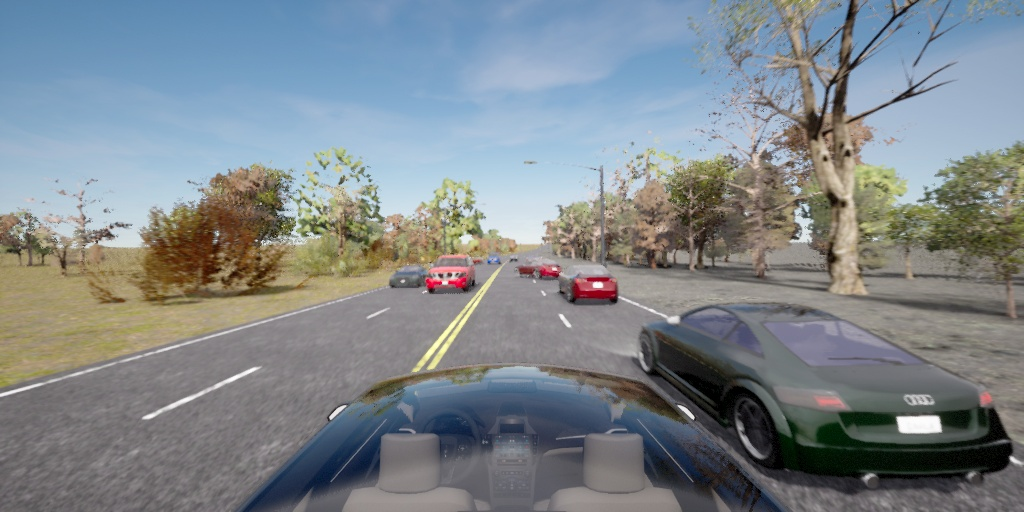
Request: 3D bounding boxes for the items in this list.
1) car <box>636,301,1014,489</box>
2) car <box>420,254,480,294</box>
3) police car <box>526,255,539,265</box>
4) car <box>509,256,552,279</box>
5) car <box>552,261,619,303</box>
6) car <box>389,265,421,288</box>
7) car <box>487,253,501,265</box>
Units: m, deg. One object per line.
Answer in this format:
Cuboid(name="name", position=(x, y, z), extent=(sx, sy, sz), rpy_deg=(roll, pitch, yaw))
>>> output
Cuboid(name="car", position=(3.228, 1.300, 4.851), extent=(1.994, 1.385, 4.181), rpy_deg=(-1, 0, 0))
Cuboid(name="car", position=(-3.378, 0.943, 20.797), extent=(2.150, 2.045, 5.566), rpy_deg=(-1, 1, 0))
Cuboid(name="police car", position=(3.375, 0.635, 59.772), extent=(2.038, 1.542, 4.974), rpy_deg=(-1, 0, 1))
Cuboid(name="car", position=(1.995, 0.983, 28.703), extent=(2.163, 1.488, 4.792), rpy_deg=(-1, 1, -29))
Cuboid(name="car", position=(3.237, 1.117, 15.876), extent=(2.163, 1.488, 4.792), rpy_deg=(0, 1, 0))
Cuboid(name="car", position=(-6.618, 1.318, 23.697), extent=(1.994, 1.385, 4.181), rpy_deg=(-1, 1, 0))
Cuboid(name="car", position=(-3.108, 0.477, 62.222), extent=(2.150, 2.045, 5.566), rpy_deg=(-1, 1, 1))
